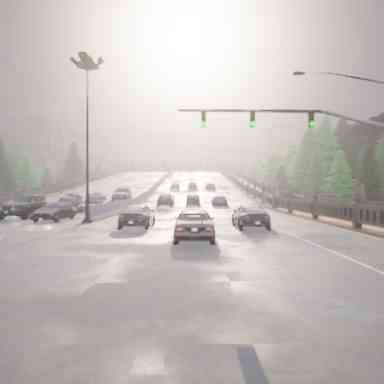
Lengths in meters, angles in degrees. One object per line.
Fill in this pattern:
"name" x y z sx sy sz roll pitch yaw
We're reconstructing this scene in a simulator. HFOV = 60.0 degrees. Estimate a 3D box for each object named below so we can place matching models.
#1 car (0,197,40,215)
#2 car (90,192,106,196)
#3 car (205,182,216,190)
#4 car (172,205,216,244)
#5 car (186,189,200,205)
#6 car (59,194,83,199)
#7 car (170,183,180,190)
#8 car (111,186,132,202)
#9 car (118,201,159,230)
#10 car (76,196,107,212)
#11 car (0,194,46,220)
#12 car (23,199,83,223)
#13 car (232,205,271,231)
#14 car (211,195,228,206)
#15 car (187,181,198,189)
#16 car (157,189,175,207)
"car" -17.573 1.404 33.939 1.882 1.535 5.008 0 1 0
"car" -13.995 0.722 49.117 1.994 1.385 4.181 0 5 1
"car" 3.658 -1.260 66.441 1.994 1.385 4.181 0 7 0
"car" 0.103 1.534 15.625 2.033 1.411 5.357 0 0 0
"car" 0.141 0.904 45.484 1.882 1.535 5.008 0 4 0
"car" -14.048 1.349 38.382 2.033 1.411 5.357 0 2 1
"car" -3.342 -1.226 66.516 1.895 1.301 4.718 0 7 0
"car" -10.472 0.297 50.011 2.150 2.045 5.566 0 5 1
"car" -3.396 1.506 20.799 1.812 1.442 4.674 0 0 0
"car" -10.567 1.494 35.475 1.895 1.301 4.718 0 1 0
"car" -14.072 1.190 27.972 2.150 2.045 5.566 0 0 0
"car" -10.582 1.519 25.900 2.033 1.411 5.357 0 0 0
"car" 3.593 1.507 20.534 1.812 1.442 4.674 0 0 0
"car" 3.637 1.060 44.413 1.994 1.385 4.181 0 4 0
"car" 0.160 -1.371 66.866 1.837 1.490 4.892 0 7 0
"car" -3.367 0.902 43.587 2.097 1.767 4.553 0 3 0
